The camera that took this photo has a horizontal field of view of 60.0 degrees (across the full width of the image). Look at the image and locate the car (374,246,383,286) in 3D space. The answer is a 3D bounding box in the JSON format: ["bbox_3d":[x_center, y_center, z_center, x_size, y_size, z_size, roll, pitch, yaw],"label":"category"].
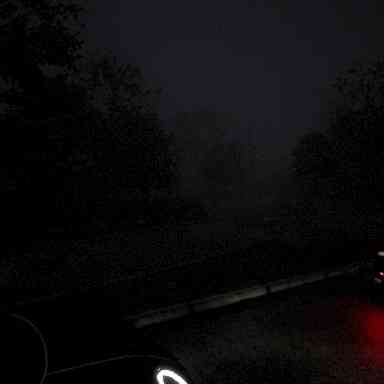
[{"bbox_3d":[5.886,1.352,7.090,4.902,1.511,2.128,-2,1,-32],"label":"car"}]

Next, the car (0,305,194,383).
[{"bbox_3d":[-2.078,1.358,1.830,4.553,1.767,2.097,-1,0,-35],"label":"car"}]
